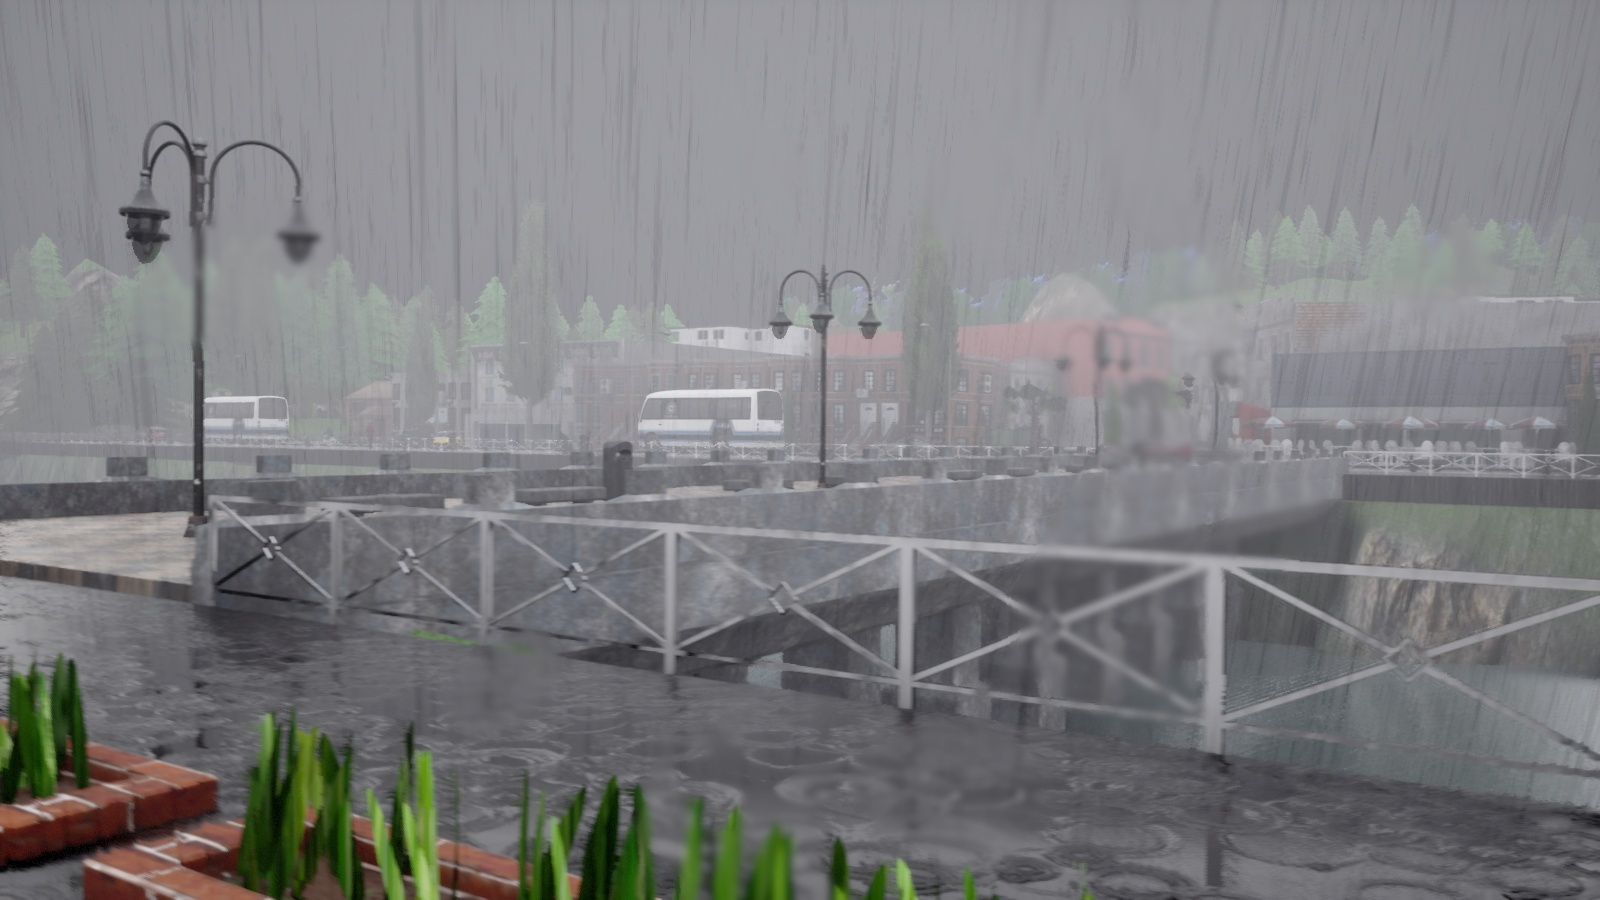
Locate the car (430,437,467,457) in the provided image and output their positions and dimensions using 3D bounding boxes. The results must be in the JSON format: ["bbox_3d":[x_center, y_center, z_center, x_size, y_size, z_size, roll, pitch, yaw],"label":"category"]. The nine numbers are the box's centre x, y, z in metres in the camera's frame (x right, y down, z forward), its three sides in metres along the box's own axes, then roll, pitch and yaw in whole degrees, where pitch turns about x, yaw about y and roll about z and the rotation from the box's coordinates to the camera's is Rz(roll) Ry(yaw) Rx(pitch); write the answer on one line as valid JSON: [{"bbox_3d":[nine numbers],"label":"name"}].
[{"bbox_3d":[-25.272,-0.216,90.237,2.207,1.376,1.481,0,1,34],"label":"car"}]

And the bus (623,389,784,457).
[{"bbox_3d":[-6.426,-1.713,82.497,10.273,4.253,3.944,0,1,34],"label":"bus"}]

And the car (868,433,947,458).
[{"bbox_3d":[6.351,-0.273,74.042,4.181,1.385,1.994,0,1,34],"label":"car"}]

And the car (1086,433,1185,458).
[{"bbox_3d":[17.728,-0.236,66.488,4.718,1.301,1.895,0,1,34],"label":"car"}]
